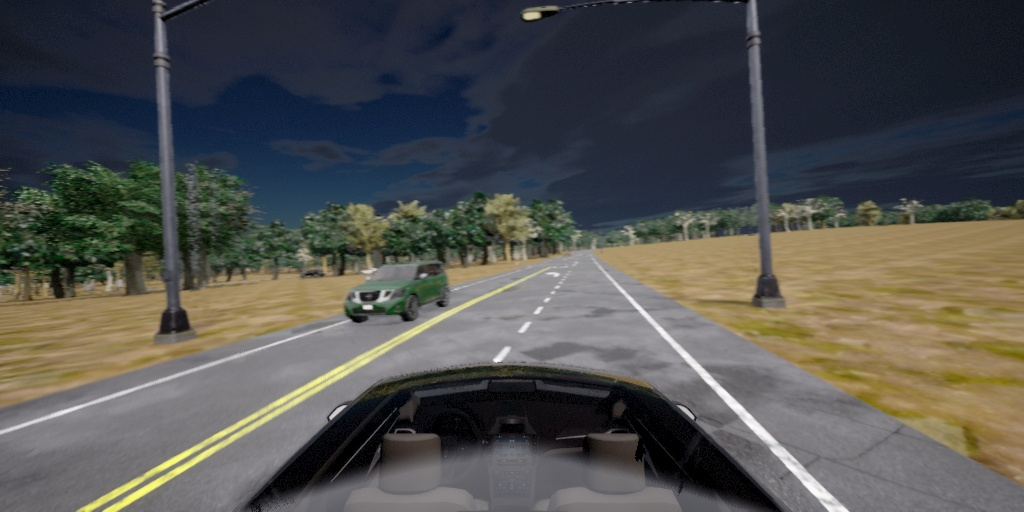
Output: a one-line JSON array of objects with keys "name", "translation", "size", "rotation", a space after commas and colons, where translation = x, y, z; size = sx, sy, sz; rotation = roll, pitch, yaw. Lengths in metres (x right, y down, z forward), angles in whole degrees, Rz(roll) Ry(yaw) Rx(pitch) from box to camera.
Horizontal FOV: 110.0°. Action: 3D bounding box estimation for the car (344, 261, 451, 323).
[{"name": "car", "translation": [-4.147, 1.249, 14.052], "size": [2.150, 2.045, 5.566], "rotation": [-3, 0, 9]}]
